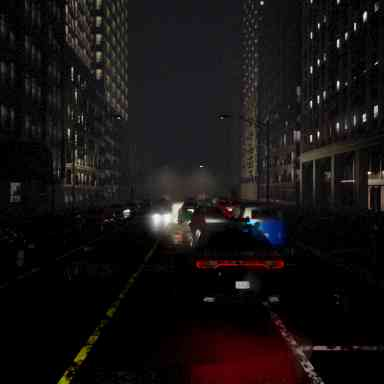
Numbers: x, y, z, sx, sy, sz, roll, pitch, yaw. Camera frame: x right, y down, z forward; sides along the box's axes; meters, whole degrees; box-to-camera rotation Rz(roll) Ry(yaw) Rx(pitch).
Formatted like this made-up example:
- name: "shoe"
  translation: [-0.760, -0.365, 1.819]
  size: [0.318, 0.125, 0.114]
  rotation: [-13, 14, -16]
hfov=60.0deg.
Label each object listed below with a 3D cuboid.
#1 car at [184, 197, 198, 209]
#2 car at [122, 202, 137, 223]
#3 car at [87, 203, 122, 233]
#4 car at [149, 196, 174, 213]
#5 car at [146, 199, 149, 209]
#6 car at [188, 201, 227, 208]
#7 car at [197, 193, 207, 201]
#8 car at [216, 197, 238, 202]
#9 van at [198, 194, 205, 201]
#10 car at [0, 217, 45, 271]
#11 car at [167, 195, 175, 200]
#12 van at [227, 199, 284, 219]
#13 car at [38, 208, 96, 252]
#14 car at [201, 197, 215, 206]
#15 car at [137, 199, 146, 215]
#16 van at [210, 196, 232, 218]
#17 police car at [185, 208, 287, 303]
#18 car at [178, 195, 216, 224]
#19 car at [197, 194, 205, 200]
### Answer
- name: "car"
  translation: [-0.086, 1.514, 46.325]
  size: [1.812, 1.442, 4.674]
  rotation: [0, 0, 0]
- name: "car"
  translation: [-5.759, 1.545, 25.305]
  size: [2.008, 1.369, 4.403]
  rotation: [-1, 0, 0]
- name: "car"
  translation: [-5.744, 1.540, 19.621]
  size: [1.887, 1.381, 4.507]
  rotation: [-1, 0, 0]
- name: "car"
  translation: [-3.087, 1.483, 36.253]
  size: [2.128, 1.511, 4.902]
  rotation: [0, 0, 0]
- name: "car"
  translation: [-5.799, 1.541, 42.356]
  size: [2.008, 1.369, 4.403]
  rotation: [-1, 0, 0]
- name: "car"
  translation: [0.856, 1.473, 18.300]
  size: [1.882, 1.535, 5.008]
  rotation: [0, 0, 0]
- name: "car"
  translation: [2.484, 1.293, 82.162]
  size: [2.192, 1.841, 5.009]
  rotation: [-1, 0, 0]
- name: "car"
  translation: [2.620, 1.309, 25.325]
  size: [2.192, 1.841, 5.009]
  rotation: [-1, 0, 0]
- name: "van"
  translation: [2.471, 1.317, 87.845]
  size: [1.690, 1.788, 3.998]
  rotation: [-1, 0, 0]
- name: "car"
  translation: [-5.717, 1.549, 8.254]
  size: [2.008, 1.369, 4.403]
  rotation: [-1, 0, 0]
- name: "car"
  translation: [-5.922, 1.539, 93.509]
  size: [1.947, 1.339, 4.313]
  rotation: [-1, 0, 0]
- name: "van"
  translation: [2.648, 1.338, 13.958]
  size: [1.690, 1.788, 3.998]
  rotation: [-1, 0, 0]
- name: "car"
  translation: [-5.731, 1.563, 13.938]
  size: [1.947, 1.339, 4.313]
  rotation: [-1, 0, 0]
- name: "car"
  translation: [2.555, 1.537, 53.743]
  size: [2.008, 1.369, 4.403]
  rotation: [-1, 0, 0]
- name: "car"
  translation: [-5.771, 1.575, 30.989]
  size: [1.802, 1.307, 4.206]
  rotation: [-1, 0, 0]
- name: "van"
  translation: [2.607, 1.334, 31.009]
  size: [1.690, 1.788, 3.998]
  rotation: [-1, 0, 0]
- name: "police car"
  translation: [0.880, 1.423, 8.410]
  size: [1.930, 1.638, 5.238]
  rotation: [0, 0, 0]
- name: "car"
  translation: [0.325, 1.346, 24.395]
  size: [2.097, 1.767, 4.553]
  rotation: [0, 0, 8]
- name: "car"
  translation: [2.458, 1.413, 93.529]
  size: [1.967, 1.590, 4.097]
  rotation: [-1, 0, 0]
